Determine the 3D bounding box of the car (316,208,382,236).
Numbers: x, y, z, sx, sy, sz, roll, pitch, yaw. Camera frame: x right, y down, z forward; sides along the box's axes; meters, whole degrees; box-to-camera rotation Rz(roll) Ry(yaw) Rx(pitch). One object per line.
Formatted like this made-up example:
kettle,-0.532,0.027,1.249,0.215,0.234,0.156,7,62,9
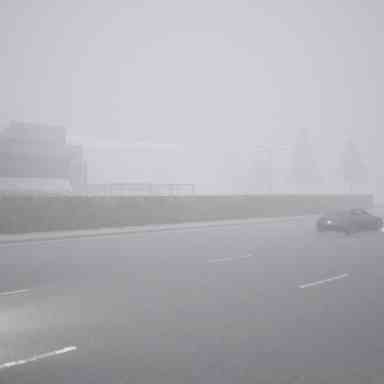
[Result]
car,8.844,1.564,18.639,4.181,1.385,1.994,0,0,-35
